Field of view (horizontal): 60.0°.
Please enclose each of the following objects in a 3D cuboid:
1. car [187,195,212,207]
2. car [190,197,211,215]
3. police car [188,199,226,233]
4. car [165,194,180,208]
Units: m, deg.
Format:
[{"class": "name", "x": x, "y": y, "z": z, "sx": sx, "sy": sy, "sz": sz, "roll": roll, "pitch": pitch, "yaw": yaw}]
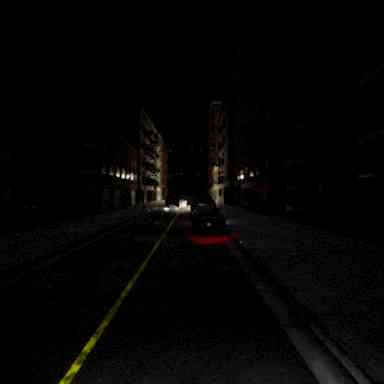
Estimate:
[{"class": "car", "x": 0.894, "y": 1.300, "z": 29.874, "sx": 2.150, "sy": 2.045, "sz": 5.566, "roll": 0, "pitch": 0, "yaw": 0}, {"class": "car", "x": 0.892, "y": 1.444, "z": 35.814, "sx": 2.097, "sy": 1.767, "sz": 4.553, "roll": 0, "pitch": 0, "yaw": 0}, {"class": "police car", "x": 0.896, "y": 1.474, "z": 19.953, "sx": 1.930, "sy": 1.638, "sz": 5.238, "roll": 0, "pitch": 0, "yaw": 0}, {"class": "car", "x": -3.076, "y": 1.368, "z": 52.777, "sx": 2.150, "sy": 2.045, "sz": 5.566, "roll": 0, "pitch": 0, "yaw": 0}]
